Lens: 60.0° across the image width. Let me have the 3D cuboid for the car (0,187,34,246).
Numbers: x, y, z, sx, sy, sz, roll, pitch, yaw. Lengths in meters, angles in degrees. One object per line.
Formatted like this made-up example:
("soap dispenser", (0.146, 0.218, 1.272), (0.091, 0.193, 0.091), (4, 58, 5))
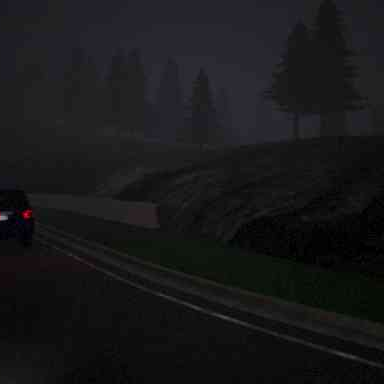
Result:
("car", (-7.571, 0.812, 12.337), (2.150, 2.045, 5.566), (1, 1, -40))
